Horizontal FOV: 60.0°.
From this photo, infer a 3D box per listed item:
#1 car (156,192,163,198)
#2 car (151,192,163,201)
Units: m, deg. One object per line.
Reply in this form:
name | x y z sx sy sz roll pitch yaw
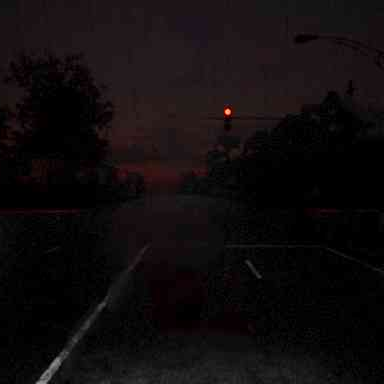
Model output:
car | -8.789 0.815 89.732 1.812 1.442 4.674 0 1 -7
car | -7.234 1.107 67.407 2.033 1.411 5.357 0 1 -1
